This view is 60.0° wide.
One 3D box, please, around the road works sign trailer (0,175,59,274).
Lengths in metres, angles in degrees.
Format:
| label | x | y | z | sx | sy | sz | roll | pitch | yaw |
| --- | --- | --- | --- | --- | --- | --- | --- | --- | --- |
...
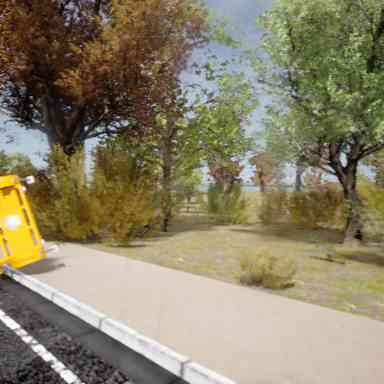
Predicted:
| label | x | y | z | sx | sy | sz | roll | pitch | yaw |
| --- | --- | --- | --- | --- | --- | --- | --- | --- | --- |
| road works sign trailer | -5.249 | 0.963 | 7.223 | 2.880 | 2.380 | 3.560 | -20 | -2 | -4 |
